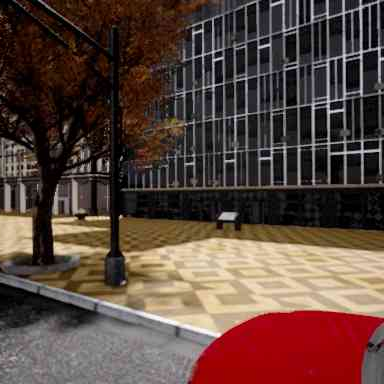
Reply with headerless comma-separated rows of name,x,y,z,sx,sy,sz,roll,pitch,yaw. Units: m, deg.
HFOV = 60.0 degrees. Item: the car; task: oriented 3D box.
car,2.175,1.306,1.325,5.009,1.841,2.192,-1,0,36
